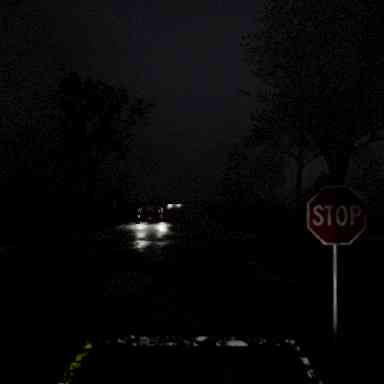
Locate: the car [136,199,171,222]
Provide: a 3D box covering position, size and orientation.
[{"bbox_3d":[-3.085,1.357,26.541,2.097,1.767,4.553,0,0,0],"label":"car"}]

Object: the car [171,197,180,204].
[{"bbox_3d":[-3.179,1.529,62.460,1.895,1.301,4.718,0,0,0],"label":"car"}]
